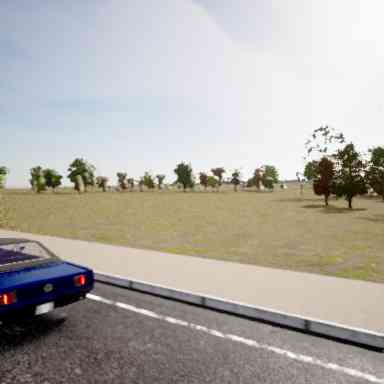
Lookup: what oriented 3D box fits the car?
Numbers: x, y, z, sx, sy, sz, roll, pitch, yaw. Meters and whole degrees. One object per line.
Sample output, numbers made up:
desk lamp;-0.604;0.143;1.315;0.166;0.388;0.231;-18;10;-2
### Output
car;-4.171;1.579;6.661;4.718;1.301;1.895;0;0;36
